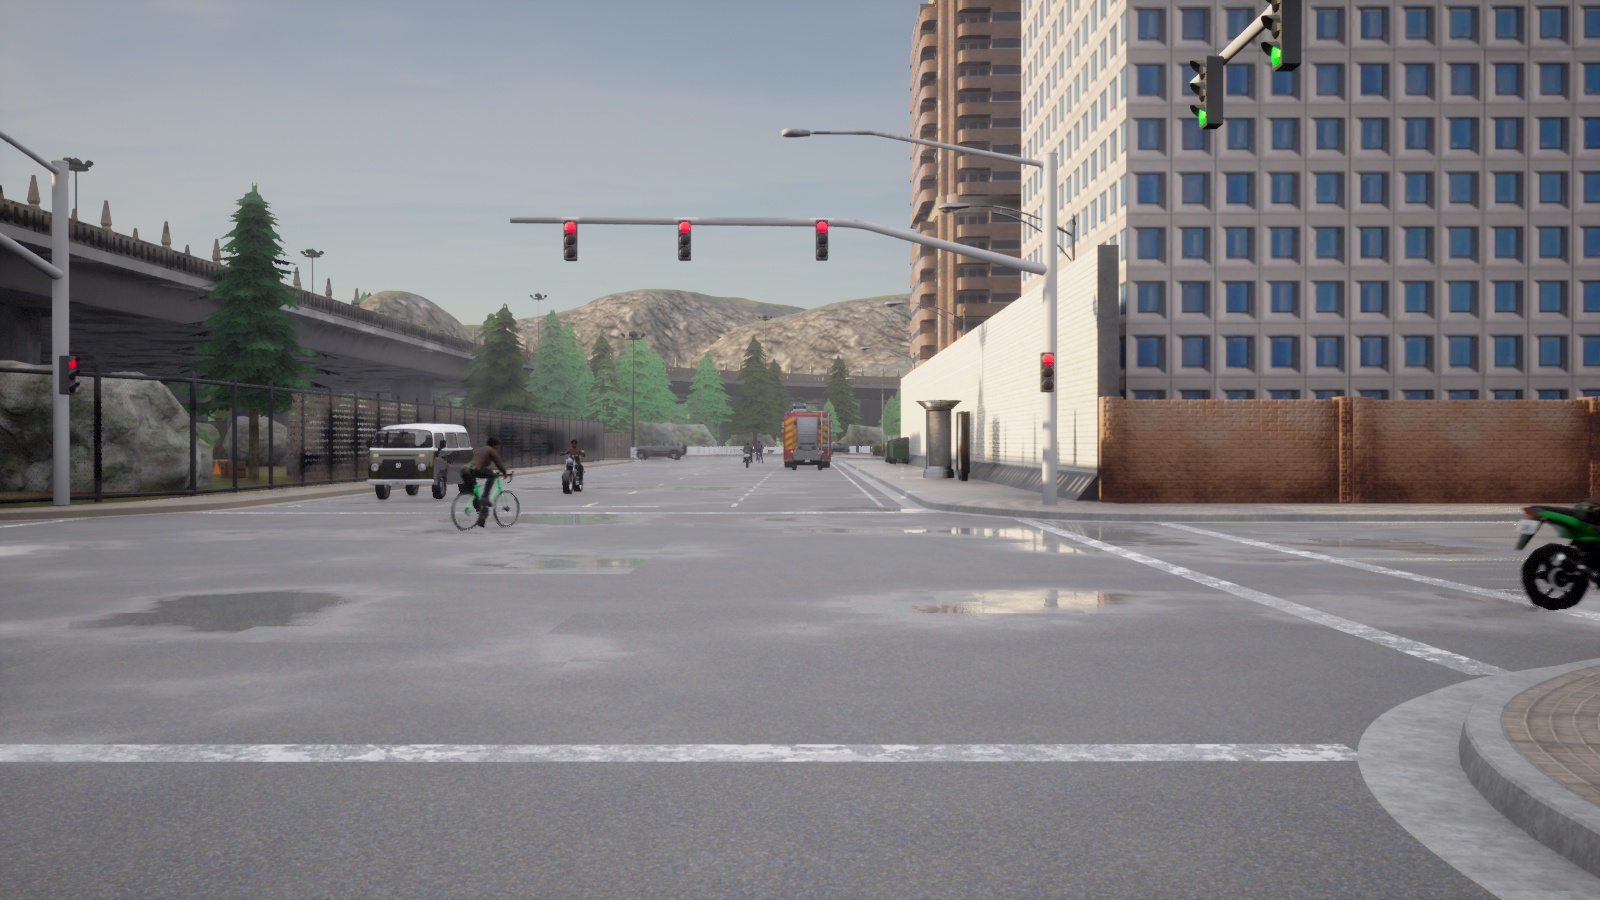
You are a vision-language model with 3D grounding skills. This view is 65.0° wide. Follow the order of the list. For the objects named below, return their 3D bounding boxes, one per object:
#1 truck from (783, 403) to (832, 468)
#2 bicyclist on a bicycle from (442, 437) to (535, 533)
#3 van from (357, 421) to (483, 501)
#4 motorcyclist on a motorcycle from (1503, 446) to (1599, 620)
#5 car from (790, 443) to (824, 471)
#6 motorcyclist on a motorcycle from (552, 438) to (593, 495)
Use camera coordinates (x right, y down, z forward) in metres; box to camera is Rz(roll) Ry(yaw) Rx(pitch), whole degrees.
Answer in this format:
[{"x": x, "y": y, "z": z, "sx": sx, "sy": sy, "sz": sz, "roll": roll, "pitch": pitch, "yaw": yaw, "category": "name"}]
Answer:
[{"x": 0.443, "y": -0.860, "z": 78.360, "sx": 2.891, "sy": 3.827, "sz": 8.468, "roll": 0, "pitch": 0, "yaw": 0, "category": "truck"}, {"x": -5.471, "y": 0.594, "z": 22.165, "sx": 0.582, "sy": 1.620, "sz": 1.656, "roll": -1, "pitch": 0, "yaw": 31, "category": "bicyclist on a bicycle"}, {"x": -10.298, "y": 0.267, "z": 34.391, "sx": 2.069, "sy": 2.038, "sz": 4.480, "roll": 0, "pitch": 0, "yaw": 0, "category": "van"}, {"x": 7.630, "y": 0.726, "z": 11.395, "sx": 2.044, "sy": 1.523, "sz": 0.797, "roll": 0, "pitch": 0, "yaw": 0, "category": "motorcyclist on a motorcycle"}, {"x": 0.392, "y": 0.371, "z": 69.074, "sx": 1.845, "sy": 1.501, "sz": 3.633, "roll": 0, "pitch": 0, "yaw": 0, "category": "car"}, {"x": -6.781, "y": 0.480, "z": 37.514, "sx": 0.766, "sy": 1.649, "sz": 2.350, "roll": 0, "pitch": 0, "yaw": 0, "category": "motorcyclist on a motorcycle"}]
